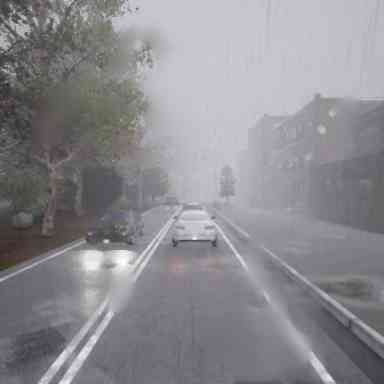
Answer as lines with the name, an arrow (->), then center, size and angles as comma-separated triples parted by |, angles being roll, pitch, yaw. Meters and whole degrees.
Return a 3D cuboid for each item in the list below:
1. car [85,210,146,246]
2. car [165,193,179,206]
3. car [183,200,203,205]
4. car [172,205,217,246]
car -> -3.346, 1.546, 15.655 | 2.033, 1.411, 5.357 | 0, 0, 0
car -> -3.317, 1.215, 56.100 | 2.150, 2.045, 5.566 | 0, 0, 0
car -> 0.107, 1.514, 31.510 | 1.812, 1.442, 4.674 | 0, 0, 0
car -> 0.103, 1.524, 15.074 | 1.812, 1.442, 4.674 | 0, 0, 0
